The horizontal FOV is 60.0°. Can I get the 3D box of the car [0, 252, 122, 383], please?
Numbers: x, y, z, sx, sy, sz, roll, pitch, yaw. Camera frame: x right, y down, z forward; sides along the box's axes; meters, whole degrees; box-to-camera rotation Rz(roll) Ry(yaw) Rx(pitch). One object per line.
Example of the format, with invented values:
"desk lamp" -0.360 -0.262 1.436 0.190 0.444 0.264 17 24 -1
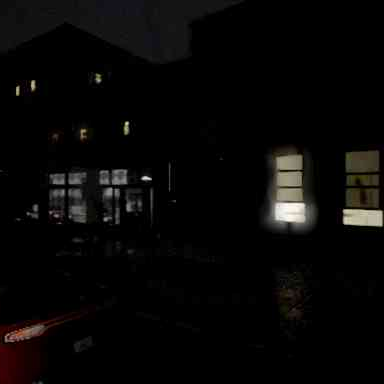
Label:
"car" -3.036 1.600 5.035 4.507 1.381 1.887 -1 0 36
